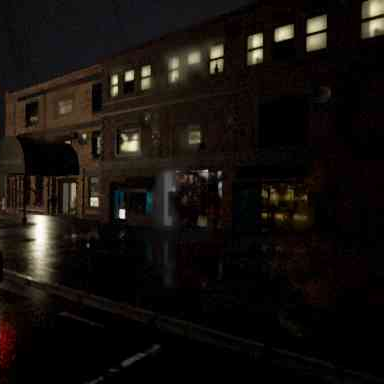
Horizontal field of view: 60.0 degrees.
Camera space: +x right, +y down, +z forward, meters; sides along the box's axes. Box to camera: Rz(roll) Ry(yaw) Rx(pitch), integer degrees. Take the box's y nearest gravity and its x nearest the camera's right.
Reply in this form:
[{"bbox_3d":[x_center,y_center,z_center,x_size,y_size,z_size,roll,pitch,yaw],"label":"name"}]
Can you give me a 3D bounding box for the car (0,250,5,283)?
[{"bbox_3d":[-6.254,1.496,7.814,4.892,1.490,1.837,0,0,36],"label":"car"}]
